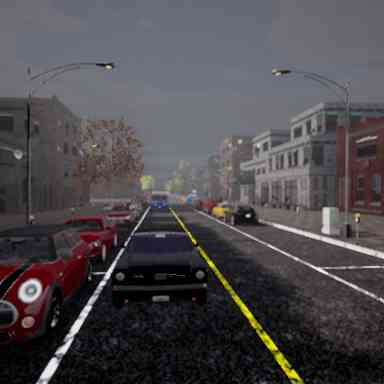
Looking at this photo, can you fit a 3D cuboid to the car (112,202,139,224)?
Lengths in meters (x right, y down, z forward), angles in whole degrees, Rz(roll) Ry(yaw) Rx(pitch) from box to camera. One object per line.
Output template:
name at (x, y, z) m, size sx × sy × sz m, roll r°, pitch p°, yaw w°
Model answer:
car at (-4.876, 1.590, 22.953) m, size 1.802 × 1.307 × 4.206 m, roll 0°, pitch 0°, yaw -6°

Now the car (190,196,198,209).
car at (1.241, 1.611, 45.876) m, size 1.802 × 1.307 × 4.206 m, roll 0°, pitch 0°, yaw -6°

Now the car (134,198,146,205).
car at (-5.986, 1.595, 33.995) m, size 1.802 × 1.307 × 4.206 m, roll 0°, pitch 0°, yaw -6°

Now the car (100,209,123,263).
car at (-3.765, 1.547, 11.913) m, size 1.887 × 1.381 × 4.507 m, roll 0°, pitch 0°, yaw -6°

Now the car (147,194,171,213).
car at (-3.690, 1.240, 38.072) m, size 2.150 × 2.045 × 5.566 m, roll 0°, pitch 0°, yaw -6°

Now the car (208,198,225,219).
car at (2.891, 1.547, 29.483) m, size 1.752 × 1.417 × 4.829 m, roll 0°, pitch 0°, yaw -6°

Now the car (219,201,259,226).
car at (3.462, 1.585, 23.795) m, size 1.947 × 1.339 × 4.313 m, roll 0°, pitch 0°, yaw -6°

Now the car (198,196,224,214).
car at (2.350, 1.339, 34.836) m, size 2.192 × 1.841 × 5.009 m, roll 0°, pitch 0°, yaw -6°

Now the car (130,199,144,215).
car at (-5.432, 1.561, 28.474) m, size 2.008 × 1.369 × 4.403 m, roll 0°, pitch 0°, yaw -6°

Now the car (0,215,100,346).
car at (-3.211, 1.440, 6.392) m, size 1.967 × 1.590 × 4.097 m, roll 0°, pitch 0°, yaw -6°

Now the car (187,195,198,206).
car at (0.669, 1.556, 51.566) m, size 1.752 × 1.417 × 4.829 m, roll 0°, pitch 0°, yaw -6°

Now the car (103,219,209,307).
car at (-0.782, 1.605, 8.173) m, size 1.895 × 1.301 × 4.718 m, roll 0°, pitch 0°, yaw -6°

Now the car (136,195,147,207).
car at (-7.654, 1.335, 50.556) m, size 2.192 × 1.841 × 5.009 m, roll 0°, pitch 0°, yaw -6°

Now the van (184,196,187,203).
van at (0.129, 1.374, 56.917) m, size 1.690 × 1.788 × 3.998 m, roll 0°, pitch 0°, yaw -6°
